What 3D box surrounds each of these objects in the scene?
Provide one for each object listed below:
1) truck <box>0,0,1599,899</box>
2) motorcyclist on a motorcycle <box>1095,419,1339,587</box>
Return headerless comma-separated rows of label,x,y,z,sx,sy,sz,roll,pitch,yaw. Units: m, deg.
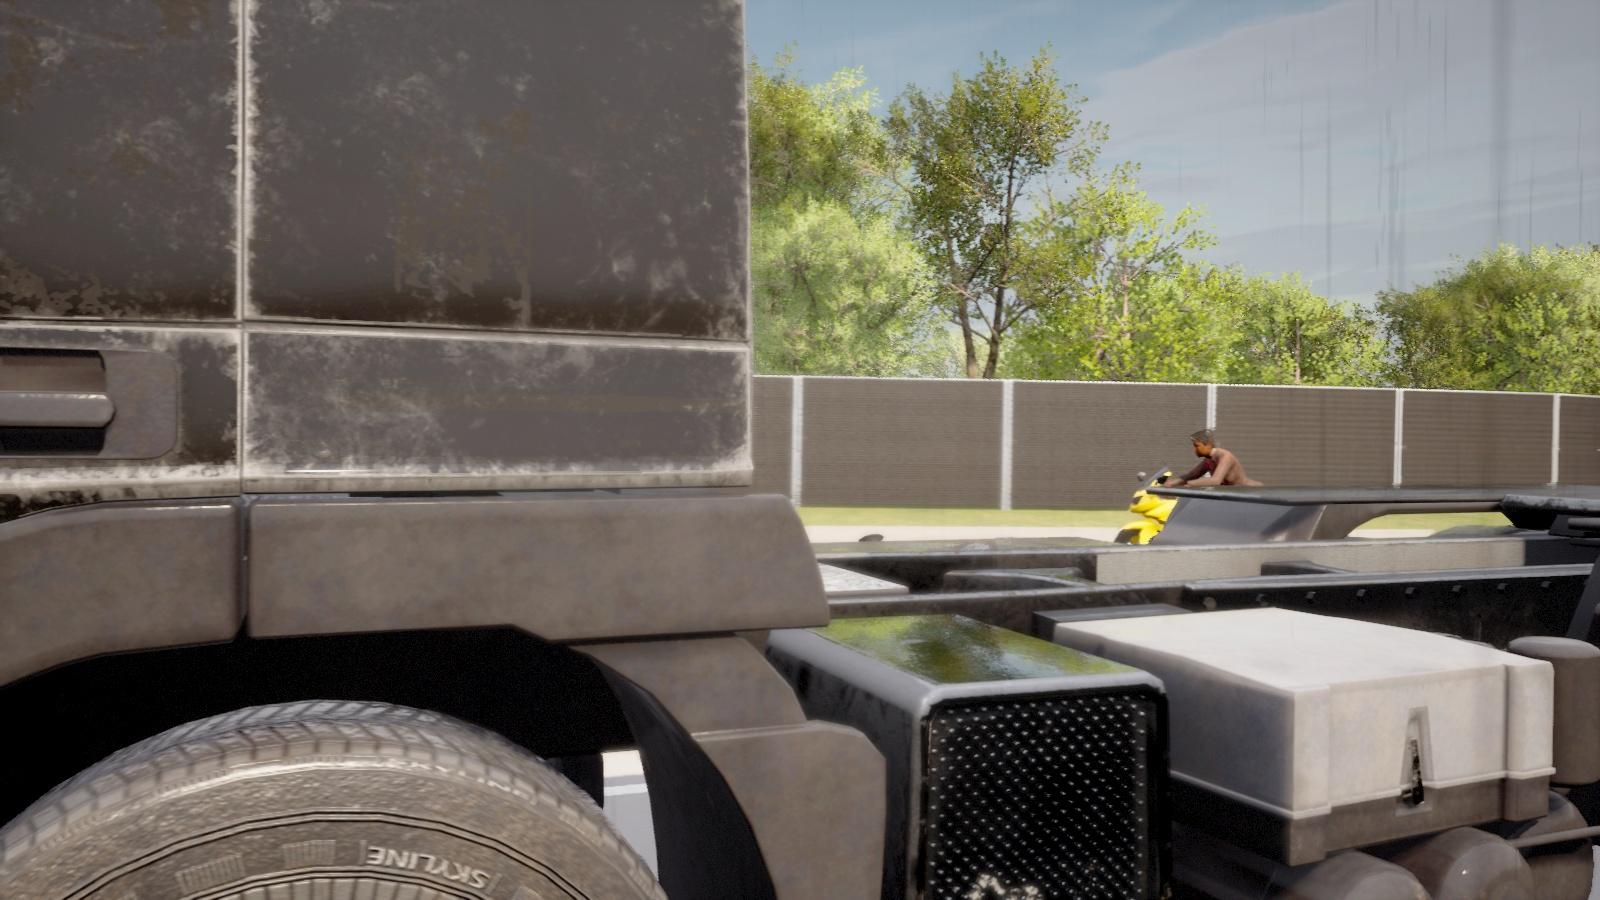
truck,1.034,-0.254,3.620,7.936,3.462,2.891,-1,1,-21
motorcyclist on a motorcycle,3.921,0.479,11.912,2.044,1.523,0.797,0,1,-3
